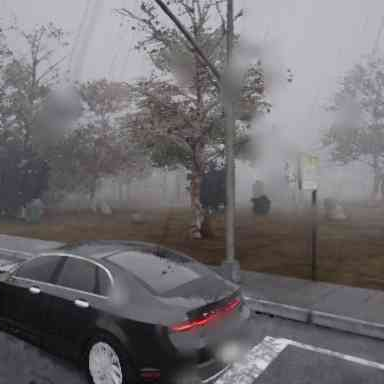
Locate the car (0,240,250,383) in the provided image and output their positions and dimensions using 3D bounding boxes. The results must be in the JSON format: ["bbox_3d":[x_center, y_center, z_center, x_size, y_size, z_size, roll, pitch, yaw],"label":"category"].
[{"bbox_3d":[-1.540,1.510,5.095,4.892,1.490,1.837,0,0,35],"label":"car"}]
